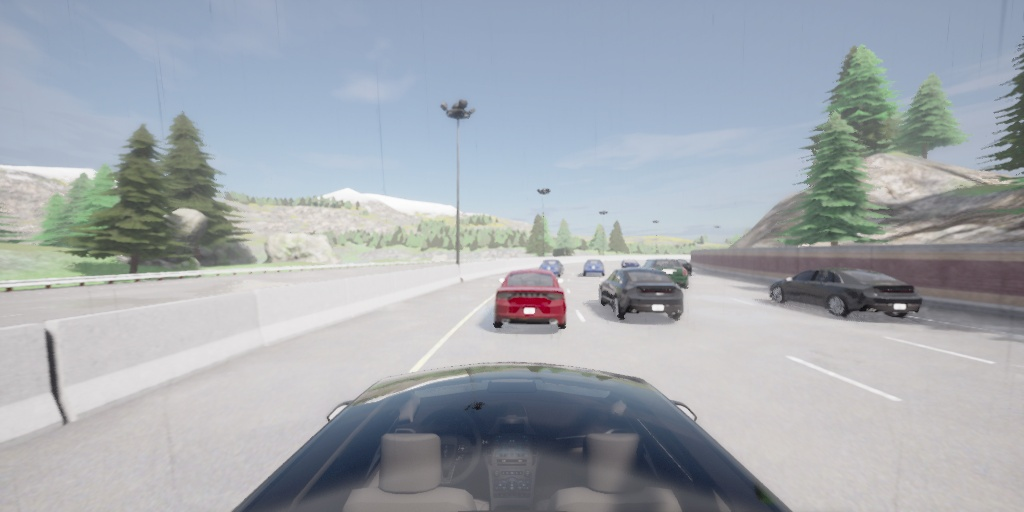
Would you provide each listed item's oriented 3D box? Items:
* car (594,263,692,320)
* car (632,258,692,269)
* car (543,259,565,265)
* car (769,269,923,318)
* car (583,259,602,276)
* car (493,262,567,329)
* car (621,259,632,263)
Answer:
[{"bbox_3d":[4.194,1.153,12.228,1.837,1.490,4.892,0,0,5],"label":"car"},{"bbox_3d":[8.905,0.914,21.614,2.097,1.767,4.553,0,1,9],"label":"car"},{"bbox_3d":[3.409,0.994,30.626,2.033,1.411,5.357,0,1,12],"label":"car"},{"bbox_3d":[11.244,1.173,12.600,1.837,1.490,4.892,0,1,5],"label":"car"},{"bbox_3d":[7.349,0.991,32.156,2.033,1.411,5.357,0,1,13],"label":"car"},{"bbox_3d":[0.583,1.129,11.001,1.882,1.535,5.008,0,1,4],"label":"car"},{"bbox_3d":[13.412,0.969,40.893,1.895,1.301,4.718,0,1,17],"label":"car"}]
